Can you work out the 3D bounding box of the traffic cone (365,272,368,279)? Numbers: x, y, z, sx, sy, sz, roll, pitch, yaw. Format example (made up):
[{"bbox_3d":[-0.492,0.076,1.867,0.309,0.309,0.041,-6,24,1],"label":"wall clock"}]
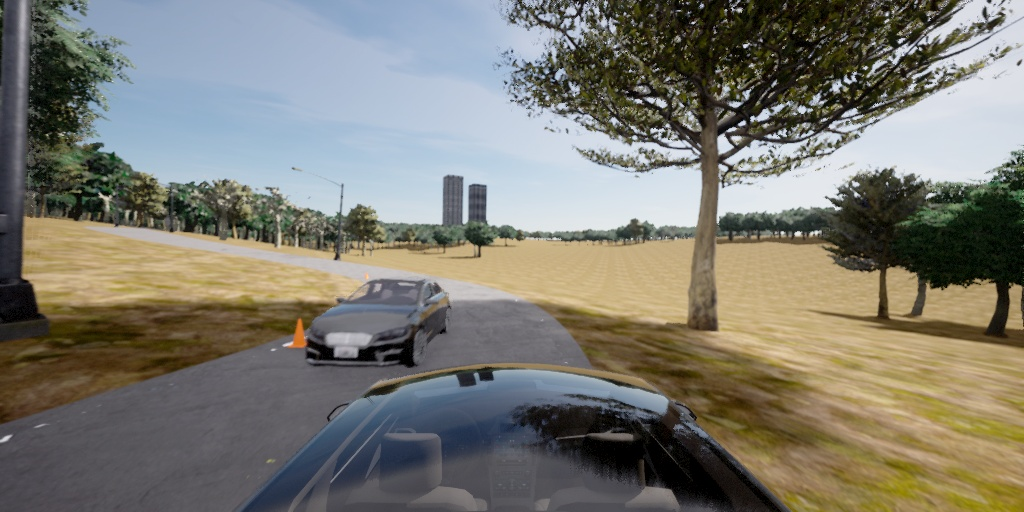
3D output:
[{"bbox_3d":[-11.857,1.575,29.215,0.340,0.580,0.340,0,0,-39],"label":"traffic cone"}]

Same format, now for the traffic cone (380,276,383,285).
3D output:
[{"bbox_3d":[-9.210,1.719,25.448,0.340,0.580,0.340,0,0,-31],"label":"traffic cone"}]

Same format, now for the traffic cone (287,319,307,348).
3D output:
[{"bbox_3d":[-4.649,1.664,7.830,0.340,0.580,0.340,0,0,2],"label":"traffic cone"}]

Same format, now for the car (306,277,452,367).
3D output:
[{"bbox_3d":[-2.560,1.248,8.018,2.128,1.511,4.902,1,0,0],"label":"car"}]
